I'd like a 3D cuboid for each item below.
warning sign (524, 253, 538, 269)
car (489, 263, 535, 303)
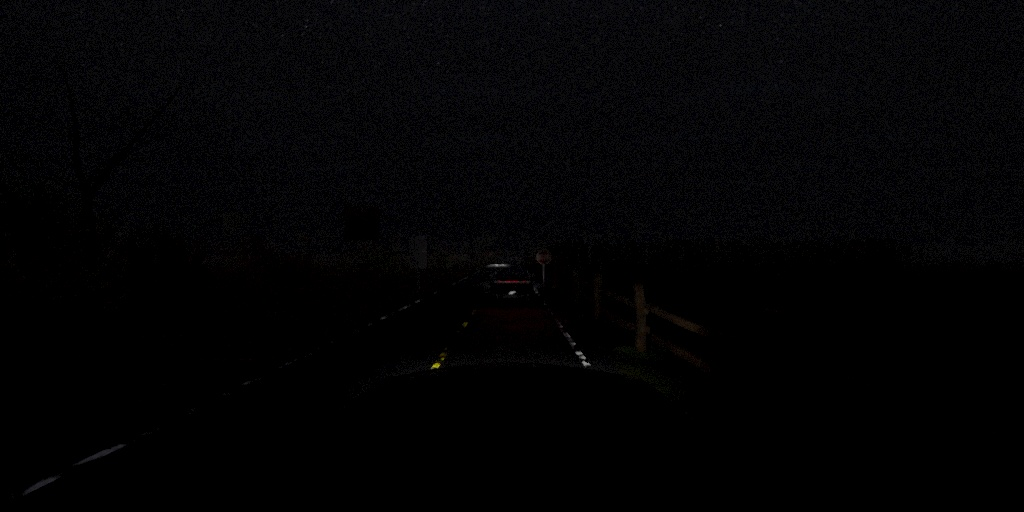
[{"bbox_3d":[2.450,0.809,46.883,1.300,1.860,1.060,0,0,0],"label":"warning sign"},{"bbox_3d":[0.000,1.236,16.498,2.128,1.511,4.902,0,0,0],"label":"car"}]
